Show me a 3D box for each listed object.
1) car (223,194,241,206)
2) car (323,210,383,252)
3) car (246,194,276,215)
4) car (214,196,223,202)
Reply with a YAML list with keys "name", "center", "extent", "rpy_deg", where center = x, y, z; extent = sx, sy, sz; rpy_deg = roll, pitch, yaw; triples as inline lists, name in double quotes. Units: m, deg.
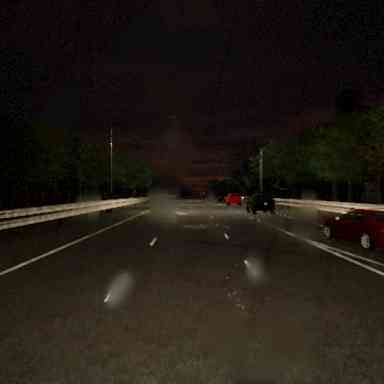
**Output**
- name: "car"
  center: [7.074, 1.289, 57.131]
  extent: [2.150, 2.045, 5.566]
  rpy_deg: [0, 0, 0]
- name: "car"
  center: [7.405, 1.490, 14.102]
  extent: [1.882, 1.535, 5.008]
  rpy_deg: [0, 0, -4]
- name: "car"
  center: [7.017, 1.232, 34.300]
  extent: [2.150, 2.045, 5.566]
  rpy_deg: [0, 0, 0]
- name: "car"
  center: [7.204, 1.785, 81.756]
  extent: [1.837, 1.490, 4.892]
  rpy_deg: [0, -1, 0]
